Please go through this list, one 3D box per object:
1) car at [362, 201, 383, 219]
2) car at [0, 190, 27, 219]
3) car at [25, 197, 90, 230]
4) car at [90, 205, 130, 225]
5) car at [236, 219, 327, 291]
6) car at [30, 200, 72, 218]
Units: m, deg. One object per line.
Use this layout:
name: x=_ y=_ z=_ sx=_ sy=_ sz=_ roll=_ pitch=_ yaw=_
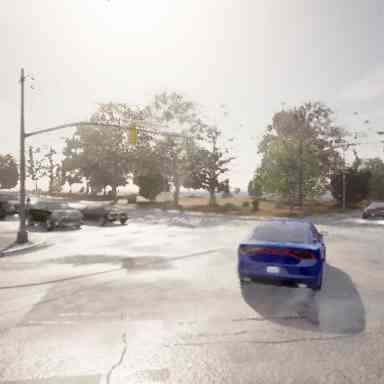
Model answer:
car: x=16.316 y=1.561 z=28.810 sx=1.812 sy=1.442 sz=4.674 roll=0 pitch=0 yaw=43
car: x=-15.661 y=1.097 z=28.318 sx=5.566 sy=2.045 sz=2.150 roll=2 pitch=1 yaw=45
car: x=-8.917 y=1.379 z=21.707 sx=4.553 sy=1.767 sz=2.097 roll=1 pitch=0 yaw=44
car: x=-6.604 y=1.627 z=24.351 sx=4.718 sy=1.301 sz=1.895 roll=1 pitch=0 yaw=44
car: x=2.645 y=1.496 z=9.271 sx=1.882 sy=1.535 sz=5.008 roll=1 pitch=0 yaw=22
car: x=-13.102 y=1.481 z=30.709 sx=4.718 sy=1.301 sz=1.895 roll=2 pitch=1 yaw=44
